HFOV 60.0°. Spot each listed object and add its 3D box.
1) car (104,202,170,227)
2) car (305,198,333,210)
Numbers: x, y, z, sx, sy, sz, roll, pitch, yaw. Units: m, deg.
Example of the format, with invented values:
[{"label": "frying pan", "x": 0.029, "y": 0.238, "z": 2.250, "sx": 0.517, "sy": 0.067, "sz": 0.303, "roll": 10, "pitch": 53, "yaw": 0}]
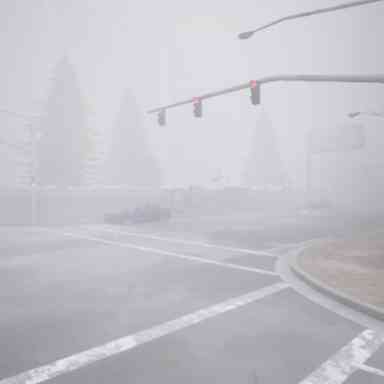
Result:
[{"label": "car", "x": -3.791, "y": 1.520, "z": 23.535, "sx": 5.008, "sy": 1.535, "sz": 1.882, "roll": 0, "pitch": 0, "yaw": -44}, {"label": "car", "x": 16.529, "y": 1.494, "z": 43.229, "sx": 5.008, "sy": 1.535, "sz": 1.882, "roll": 0, "pitch": 0, "yaw": -44}]
